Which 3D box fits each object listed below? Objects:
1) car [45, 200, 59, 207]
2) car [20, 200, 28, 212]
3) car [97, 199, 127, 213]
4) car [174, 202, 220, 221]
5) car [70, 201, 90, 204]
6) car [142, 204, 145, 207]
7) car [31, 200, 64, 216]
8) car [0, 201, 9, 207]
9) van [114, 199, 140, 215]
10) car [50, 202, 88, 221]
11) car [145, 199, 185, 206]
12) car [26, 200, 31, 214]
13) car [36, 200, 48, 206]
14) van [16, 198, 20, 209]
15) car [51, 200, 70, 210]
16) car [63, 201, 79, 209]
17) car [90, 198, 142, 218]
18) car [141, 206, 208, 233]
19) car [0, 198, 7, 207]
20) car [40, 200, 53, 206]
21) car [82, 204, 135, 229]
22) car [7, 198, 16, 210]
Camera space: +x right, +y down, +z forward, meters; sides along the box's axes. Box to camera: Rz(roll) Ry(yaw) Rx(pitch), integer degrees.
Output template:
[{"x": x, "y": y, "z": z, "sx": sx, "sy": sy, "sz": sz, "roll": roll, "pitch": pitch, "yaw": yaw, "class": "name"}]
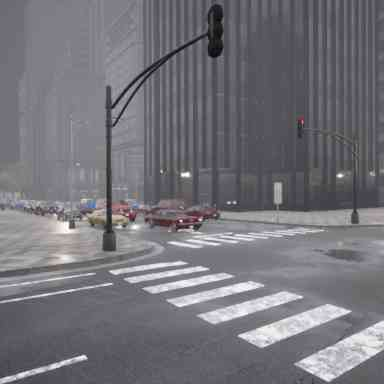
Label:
[{"x": -31.650, "y": 2.594, "z": 74.968, "sx": 1.947, "sy": 1.339, "sz": 4.313, "roll": -1, "pitch": 0, "yaw": -35, "class": "car"}, {"x": -23.298, "y": 2.156, "z": 48.448, "sx": 1.967, "sy": 1.590, "sz": 4.097, "roll": -1, "pitch": 0, "yaw": -35, "class": "car"}, {"x": -11.133, "y": 1.875, "z": 46.072, "sx": 2.192, "sy": 1.841, "sz": 5.009, "roll": -1, "pitch": 0, "yaw": -35, "class": "car"}, {"x": 0.624, "y": 1.828, "z": 29.460, "sx": 1.887, "sy": 1.381, "sz": 4.507, "roll": -1, "pitch": 0, "yaw": -35, "class": "car"}, {"x": -12.952, "y": 2.063, "z": 38.493, "sx": 2.033, "sy": 1.411, "sz": 5.357, "roll": 0, "pitch": -1, "yaw": -35, "class": "car"}, {"x": -5.251, "y": 2.004, "z": 37.766, "sx": 1.802, "sy": 1.307, "sz": 4.206, "roll": -1, "pitch": 0, "yaw": -35, "class": "car"}, {"x": -17.649, "y": 1.900, "z": 40.478, "sx": 2.192, "sy": 1.841, "sz": 5.009, "roll": -1, "pitch": 0, "yaw": -35, "class": "car"}, {"x": -44.320, "y": 2.770, "z": 78.096, "sx": 1.802, "sy": 1.307, "sz": 4.206, "roll": -1, "pitch": 0, "yaw": -35, "class": "car"}, {"x": -8.195, "y": 1.832, "z": 41.919, "sx": 1.690, "sy": 1.788, "sz": 3.998, "roll": -1, "pitch": 0, "yaw": -35, "class": "van"}, {"x": -11.991, "y": 2.004, "z": 32.506, "sx": 2.008, "sy": 1.369, "sz": 4.403, "roll": -1, "pitch": 0, "yaw": -35, "class": "car"}, {"x": -2.319, "y": 1.668, "z": 33.613, "sx": 2.192, "sy": 1.841, "sz": 5.009, "roll": -1, "pitch": 0, "yaw": -35, "class": "car"}, {"x": -20.470, "y": 2.195, "z": 44.463, "sx": 1.887, "sy": 1.381, "sz": 4.507, "roll": -1, "pitch": 0, "yaw": -35, "class": "car"}, {"x": -37.670, "y": 2.709, "z": 83.456, "sx": 2.008, "sy": 1.369, "sz": 4.403, "roll": -1, "pitch": 0, "yaw": -35, "class": "car"}, {"x": -26.126, "y": 2.122, "z": 52.434, "sx": 1.690, "sy": 1.788, "sz": 3.998, "roll": -1, "pitch": 0, "yaw": -35, "class": "van"}, {"x": -22.986, "y": 2.270, "z": 57.990, "sx": 1.882, "sy": 1.535, "sz": 5.008, "roll": 0, "pitch": -1, "yaw": -35, "class": "car"}, {"x": -22.623, "y": 2.406, "z": 62.238, "sx": 1.802, "sy": 1.307, "sz": 4.206, "roll": -1, "pitch": 0, "yaw": -35, "class": "car"}, {"x": -7.033, "y": 1.598, "z": 30.138, "sx": 2.150, "sy": 2.045, "sz": 5.566, "roll": 0, "pitch": -1, "yaw": -35, "class": "car"}, {"x": -1.301, "y": 1.842, "z": 22.052, "sx": 1.895, "sy": 1.301, "sz": 4.718, "roll": 0, "pitch": -1, "yaw": -35, "class": "car"}, {"x": -41.210, "y": 2.666, "z": 73.710, "sx": 1.887, "sy": 1.381, "sz": 4.507, "roll": -1, "pitch": 0, "yaw": -35, "class": "car"}, {"x": -34.660, "y": 2.660, "z": 79.213, "sx": 1.947, "sy": 1.339, "sz": 4.313, "roll": -1, "pitch": 0, "yaw": -35, "class": "car"}, {"x": -6.240, "y": 1.843, "z": 24.397, "sx": 1.752, "sy": 1.417, "sz": 4.829, "roll": -1, "pitch": 0, "yaw": -35, "class": "car"}, {"x": -31.880, "y": 2.353, "z": 60.550, "sx": 1.967, "sy": 1.590, "sz": 4.097, "roll": -1, "pitch": 0, "yaw": -35, "class": "car"}]
